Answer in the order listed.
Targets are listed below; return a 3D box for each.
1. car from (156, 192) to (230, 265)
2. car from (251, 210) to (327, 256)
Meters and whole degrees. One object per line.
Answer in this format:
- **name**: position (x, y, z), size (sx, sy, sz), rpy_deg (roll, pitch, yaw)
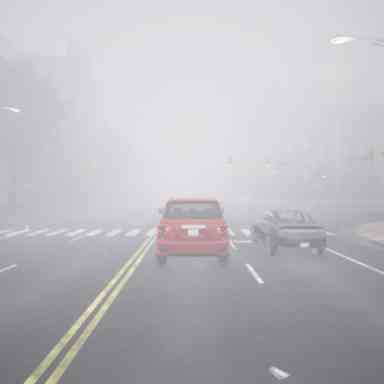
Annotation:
- **car**: position (-0.023, 1.165, 11.601), size (2.150, 2.045, 5.566), rpy_deg (0, 0, -1)
- **car**: position (3.506, 1.429, 12.798), size (2.128, 1.511, 4.902), rpy_deg (0, 0, 0)
